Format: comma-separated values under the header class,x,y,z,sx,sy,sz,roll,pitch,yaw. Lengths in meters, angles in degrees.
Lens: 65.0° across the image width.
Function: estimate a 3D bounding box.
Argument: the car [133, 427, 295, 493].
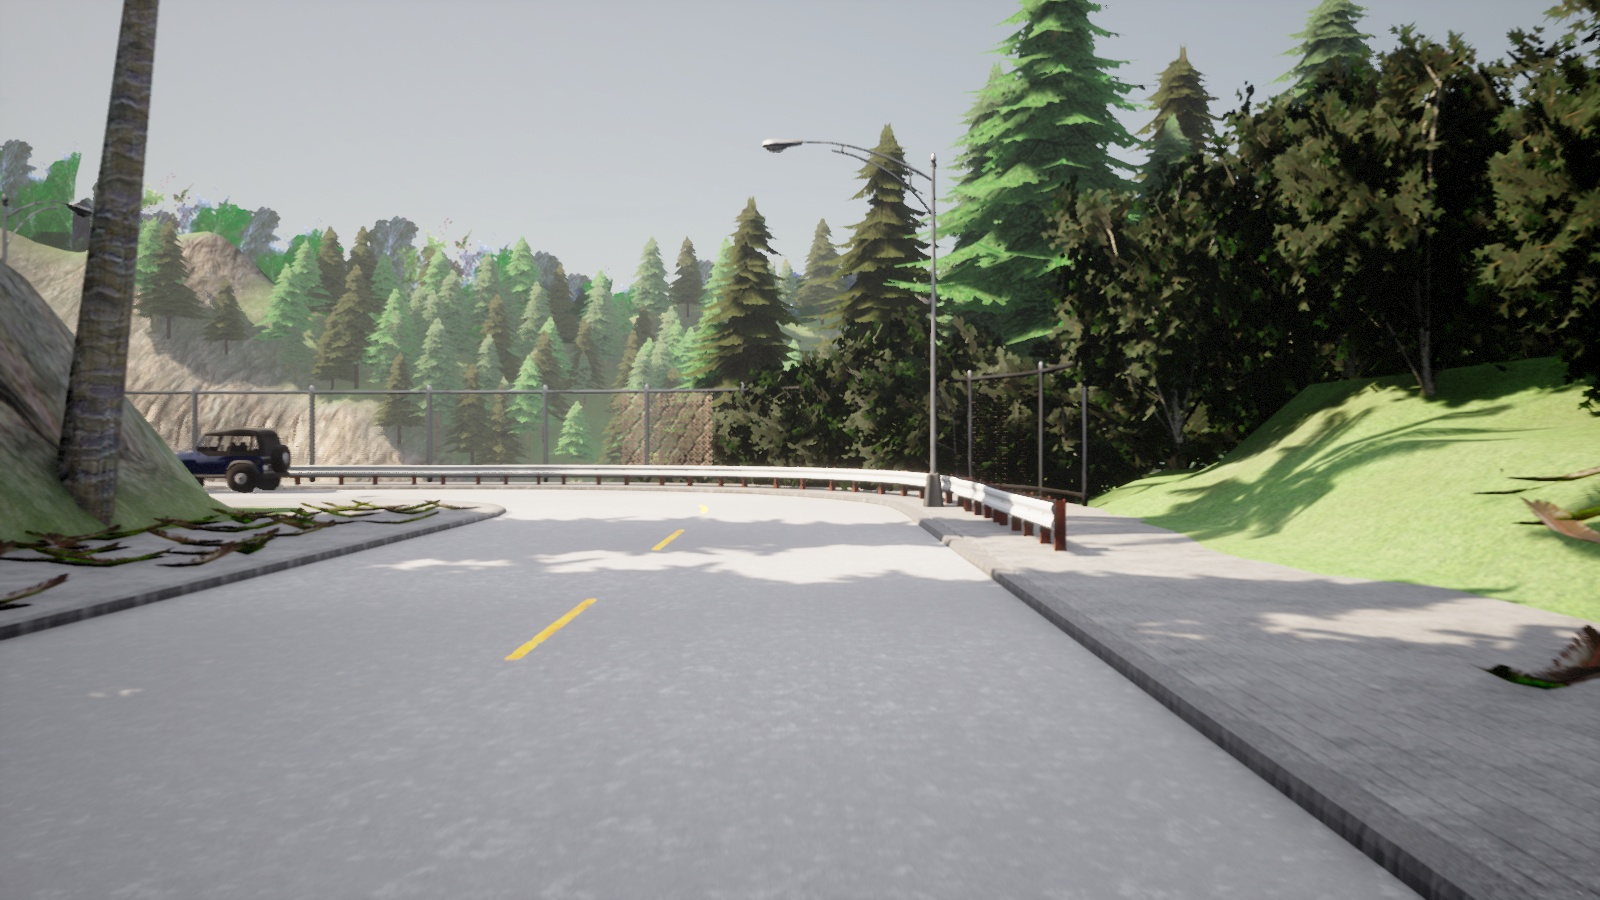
class,x,y,z,sx,sy,sz,roll,pitch,yaw
car,-17.140,0.269,36.881,3.866,1.878,1.905,0,0,0
